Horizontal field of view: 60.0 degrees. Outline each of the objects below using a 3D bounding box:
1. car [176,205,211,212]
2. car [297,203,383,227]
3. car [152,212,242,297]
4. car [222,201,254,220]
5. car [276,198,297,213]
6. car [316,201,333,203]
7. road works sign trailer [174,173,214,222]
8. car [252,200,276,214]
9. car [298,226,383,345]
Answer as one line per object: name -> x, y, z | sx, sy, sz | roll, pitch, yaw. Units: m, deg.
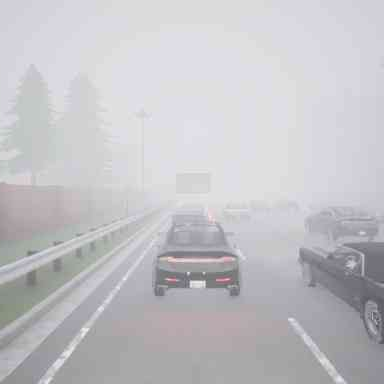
car -> 0.017, 1.473, 19.017 | 1.882, 1.535, 5.008 | 0, 0, 5
car -> 7.111, 1.491, 16.307 | 2.128, 1.511, 4.902 | 0, 0, 0
car -> 0.106, 1.491, 8.571 | 2.128, 1.511, 4.902 | 0, 0, 0
car -> 3.618, 1.599, 27.829 | 1.895, 1.301, 4.718 | 0, 0, 0
car -> 10.623, 1.502, 37.686 | 1.837, 1.490, 4.892 | 0, 0, 0
car -> 14.124, 1.599, 35.619 | 1.895, 1.301, 4.718 | 0, 0, 0
road works sign trailer -> 0.078, 0.463, 22.936 | 2.380, 3.560, 2.880 | 0, 0, -1
car -> 7.121, 1.546, 35.958 | 2.033, 1.411, 5.357 | 0, 0, 0
car -> 3.604, 1.600, 6.309 | 1.895, 1.301, 4.718 | 0, 0, 0
